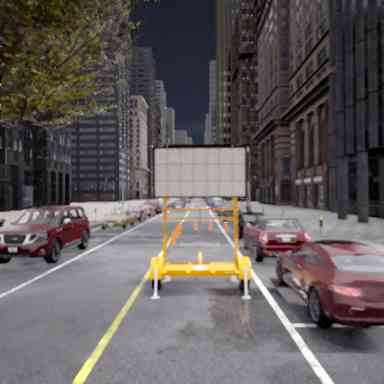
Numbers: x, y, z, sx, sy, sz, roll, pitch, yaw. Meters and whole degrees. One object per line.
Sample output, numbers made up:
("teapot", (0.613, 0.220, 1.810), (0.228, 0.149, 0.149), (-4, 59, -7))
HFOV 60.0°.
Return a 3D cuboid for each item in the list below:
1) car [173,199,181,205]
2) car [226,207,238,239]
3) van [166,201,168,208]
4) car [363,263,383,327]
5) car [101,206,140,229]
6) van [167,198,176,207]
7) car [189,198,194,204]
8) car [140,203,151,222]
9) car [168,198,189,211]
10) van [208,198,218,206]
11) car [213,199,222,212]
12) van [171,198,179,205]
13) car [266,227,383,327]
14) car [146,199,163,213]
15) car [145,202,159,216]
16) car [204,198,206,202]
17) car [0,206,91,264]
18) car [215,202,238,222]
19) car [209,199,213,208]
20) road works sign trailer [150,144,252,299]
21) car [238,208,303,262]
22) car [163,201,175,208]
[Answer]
("car", (-3.911, 2.530, 86.365), (1.752, 1.417, 4.829), (0, -1, 1))
("car", (3.182, 1.753, 18.254), (1.947, 1.339, 4.313), (0, -1, 1))
("van", (-4.745, 1.891, 46.807), (1.690, 1.788, 3.998), (0, -1, 1))
("car", (2.827, 1.528, 1.397), (1.752, 1.417, 4.829), (0, -1, 1))
("car", (-5.226, 1.819, 23.931), (1.752, 1.417, 4.829), (0, -1, 1))
("van", (-4.267, 2.150, 69.510), (1.690, 1.788, 3.998), (0, -1, 1))
("car", (-1.106, 2.521, 88.303), (1.837, 1.490, 4.892), (0, -1, 1))
("car", (-5.102, 1.941, 29.776), (1.802, 1.307, 4.206), (0, -1, 1))
("car", (-1.936, 2.064, 49.881), (2.128, 1.511, 4.902), (0, -1, 2))
("van", (3.897, 1.910, 52.313), (1.690, 1.788, 3.998), (0, -1, 1))
("car", (3.539, 1.817, 35.283), (1.967, 1.590, 4.097), (0, -1, 1))
("van", (-4.028, 2.282, 80.861), (1.690, 1.788, 3.998), (0, -1, 1))
("car", (2.943, 1.644, 6.902), (1.802, 1.307, 4.206), (0, -1, 1))
("car", (-4.865, 1.801, 41.131), (2.192, 1.841, 5.009), (0, -1, 1))
("car", (-4.983, 2.004, 35.452), (1.802, 1.307, 4.206), (0, -1, 1))
("car", (4.376, 2.270, 75.015), (1.967, 1.590, 4.097), (0, -1, 1))
("car", (-5.462, 1.484, 12.751), (2.192, 1.841, 5.009), (0, -1, 1))
("car", (3.421, 1.864, 29.606), (2.008, 1.369, 4.403), (0, -1, 1))
("car", (3.779, 2.055, 46.635), (2.008, 1.369, 4.403), (0, -1, 1))
("road works sign trailer", (0.213, 0.560, 8.705), (2.380, 3.560, 2.880), (0, -1, 1))
("car", (3.062, 1.564, 12.580), (1.967, 1.590, 4.097), (0, -1, 1))
("car", (-4.385, 2.326, 63.831), (1.802, 1.307, 4.206), (0, -1, 1))
